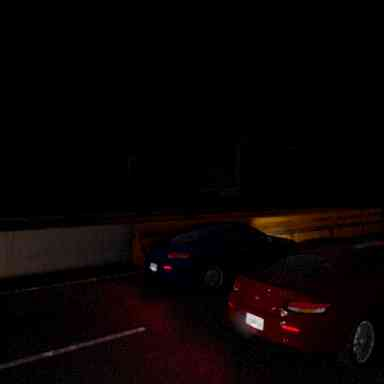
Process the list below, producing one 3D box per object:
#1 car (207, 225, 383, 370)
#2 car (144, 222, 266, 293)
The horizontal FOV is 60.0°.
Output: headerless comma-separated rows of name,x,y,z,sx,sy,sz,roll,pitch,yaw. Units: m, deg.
car,2.683,1.515,5.668,4.674,1.442,1.812,0,0,-36
car,1.008,1.515,8.768,4.674,1.442,1.812,0,0,-36
